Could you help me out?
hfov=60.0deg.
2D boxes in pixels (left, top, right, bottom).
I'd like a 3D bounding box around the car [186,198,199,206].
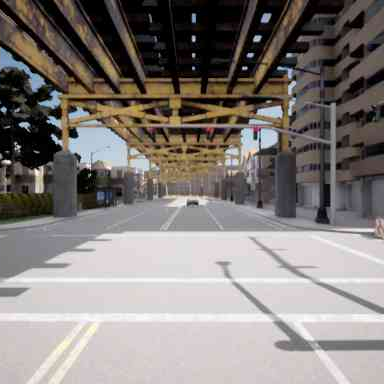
[{"bbox_3d":[0.098,1.561,52.389,1.895,1.301,4.718,0,0,0],"label":"car"}]
